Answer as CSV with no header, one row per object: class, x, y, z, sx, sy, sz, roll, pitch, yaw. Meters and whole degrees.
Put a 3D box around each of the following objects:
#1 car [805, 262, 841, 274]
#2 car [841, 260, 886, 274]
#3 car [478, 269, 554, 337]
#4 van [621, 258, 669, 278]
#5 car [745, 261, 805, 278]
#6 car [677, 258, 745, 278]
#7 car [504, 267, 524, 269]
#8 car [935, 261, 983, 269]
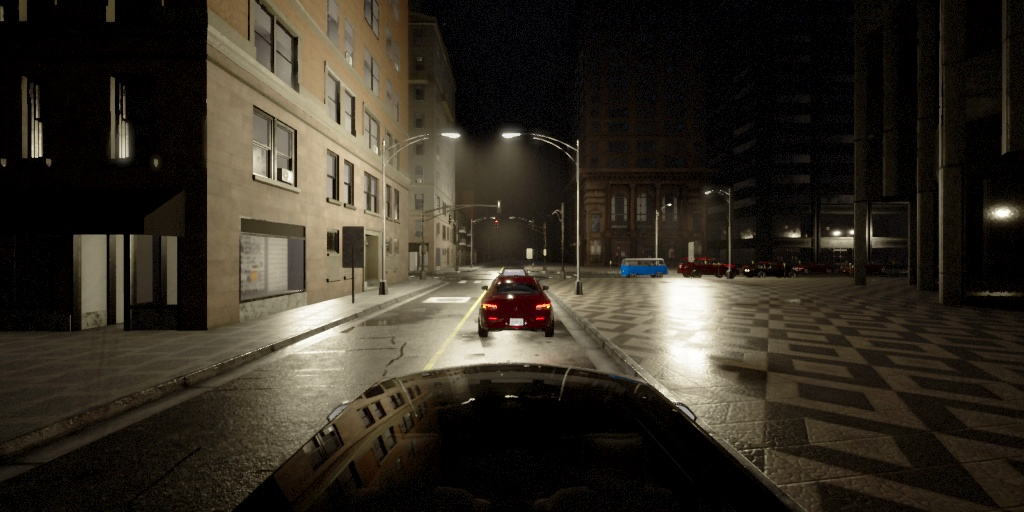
car,34.209,1.331,40.769,4.207,1.307,1.802,0,0,-1
car,39.848,1.185,40.851,4.097,1.591,1.967,0,0,-1
car,0.097,1.271,10.105,1.812,1.442,4.674,0,0,0
van,11.749,1.105,31.916,3.998,1.789,1.690,0,0,-1
car,23.030,1.326,32.080,4.313,1.339,1.948,0,0,-1
car,17.390,1.078,31.998,5.009,1.841,2.192,0,0,-1
car,0.114,1.303,19.977,1.994,1.385,4.181,0,0,0
car,39.947,1.190,32.326,4.097,1.591,1.967,0,0,-1
